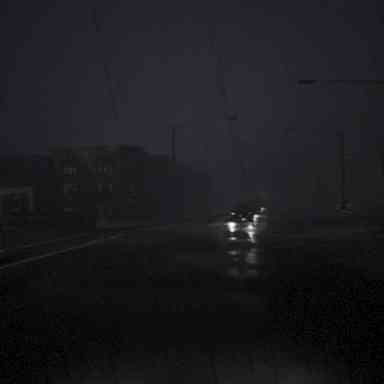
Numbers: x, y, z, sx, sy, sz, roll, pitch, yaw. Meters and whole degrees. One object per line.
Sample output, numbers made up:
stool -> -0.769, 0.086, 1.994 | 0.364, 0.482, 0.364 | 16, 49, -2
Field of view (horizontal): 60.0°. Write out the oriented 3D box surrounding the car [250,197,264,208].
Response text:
car -> 11.080, 1.718, 56.330 | 2.097, 1.767, 4.553 | -1, -1, 14

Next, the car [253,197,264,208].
car -> 8.676, 1.851, 46.416 | 2.033, 1.411, 5.357 | -1, -1, 14

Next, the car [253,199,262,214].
car -> 6.564, 1.813, 37.808 | 1.994, 1.385, 4.181 | -1, -1, 14

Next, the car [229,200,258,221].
car -> 4.453, 1.699, 29.135 | 1.837, 1.490, 4.892 | -1, -1, 14
